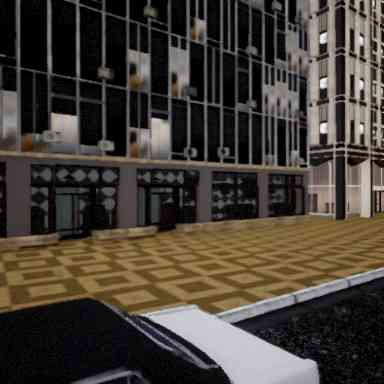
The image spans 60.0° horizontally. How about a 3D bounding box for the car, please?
[{"bbox_3d":[-1.346,1.601,2.112,4.718,1.301,1.895,0,0,-35],"label":"car"}]
